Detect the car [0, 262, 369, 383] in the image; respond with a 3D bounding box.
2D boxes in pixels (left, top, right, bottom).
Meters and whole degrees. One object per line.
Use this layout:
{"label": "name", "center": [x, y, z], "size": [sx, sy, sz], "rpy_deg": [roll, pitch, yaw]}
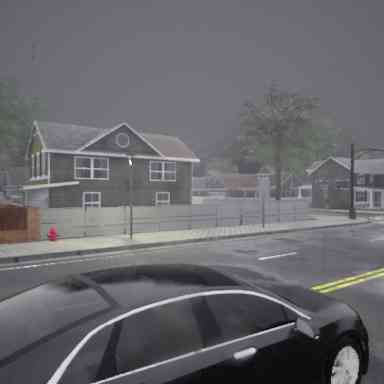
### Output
{"label": "car", "center": [-0.117, 1.508, 3.354], "size": [4.892, 1.490, 1.837], "rpy_deg": [0, 0, -36]}
